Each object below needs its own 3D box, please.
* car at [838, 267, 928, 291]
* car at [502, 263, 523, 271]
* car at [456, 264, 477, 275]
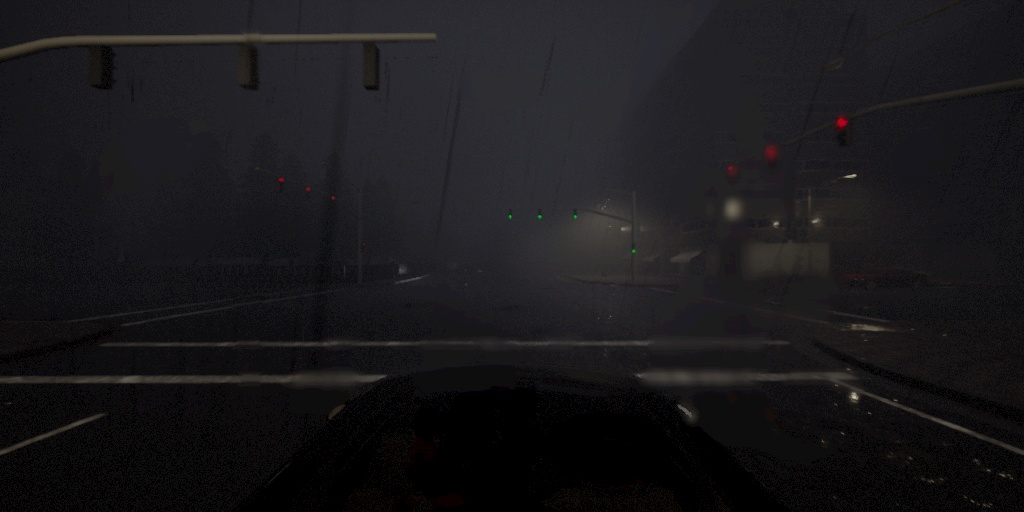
[{"bbox_3d":[25.178,1.543,24.446,5.008,1.535,1.882,0,-1,0],"label":"car"},{"bbox_3d":[0.187,1.945,64.092,1.882,1.535,5.008,-1,-1,32],"label":"car"},{"bbox_3d":[-6.056,1.787,47.990,1.837,1.490,4.892,-1,-1,10],"label":"car"}]
